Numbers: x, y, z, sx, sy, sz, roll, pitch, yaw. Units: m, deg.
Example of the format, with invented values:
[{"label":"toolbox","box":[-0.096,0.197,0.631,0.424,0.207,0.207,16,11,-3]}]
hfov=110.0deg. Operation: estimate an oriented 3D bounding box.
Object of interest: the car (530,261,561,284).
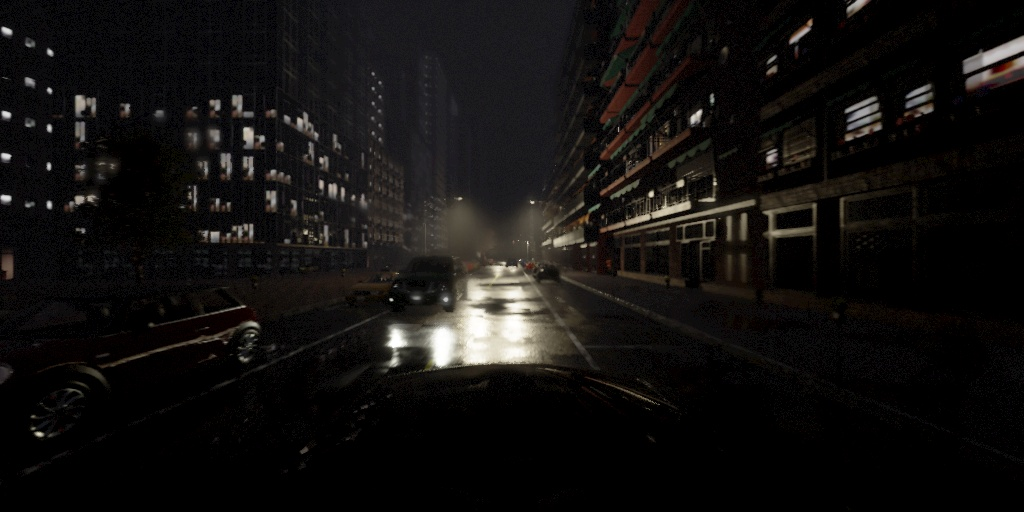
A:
[{"label":"car","box":[2.693,1.313,27.140,2.007,1.370,4.403,0,0,0]}]

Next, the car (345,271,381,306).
[{"label":"car","box":[-5.689,1.282,15.907,1.751,1.417,4.829,0,0,0]}]

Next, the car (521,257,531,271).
[{"label":"car","box":[2.697,1.222,49.270,1.967,1.591,4.097,0,0,0]}]

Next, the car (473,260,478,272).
[{"label":"car","box":[-5.685,1.322,43.739,1.888,1.381,4.507,0,0,0]}]

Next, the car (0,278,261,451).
[{"label":"car","box":[-5.692,1.191,5.011,1.967,1.591,4.097,0,0,0]}]

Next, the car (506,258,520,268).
[{"label":"car","box":[0.009,1.151,62.343,2.097,1.767,4.553,0,0,0]}]

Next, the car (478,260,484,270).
[{"label":"car","box":[-5.682,1.314,54.634,1.751,1.417,4.829,0,0,0]}]

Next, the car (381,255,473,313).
[{"label":"car","box":[-3.086,0.972,14.392,2.150,2.045,5.566,0,1,0]}]

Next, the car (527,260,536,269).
[{"label":"car","box":[2.694,1.317,32.673,2.007,1.370,4.403,0,0,0]}]
